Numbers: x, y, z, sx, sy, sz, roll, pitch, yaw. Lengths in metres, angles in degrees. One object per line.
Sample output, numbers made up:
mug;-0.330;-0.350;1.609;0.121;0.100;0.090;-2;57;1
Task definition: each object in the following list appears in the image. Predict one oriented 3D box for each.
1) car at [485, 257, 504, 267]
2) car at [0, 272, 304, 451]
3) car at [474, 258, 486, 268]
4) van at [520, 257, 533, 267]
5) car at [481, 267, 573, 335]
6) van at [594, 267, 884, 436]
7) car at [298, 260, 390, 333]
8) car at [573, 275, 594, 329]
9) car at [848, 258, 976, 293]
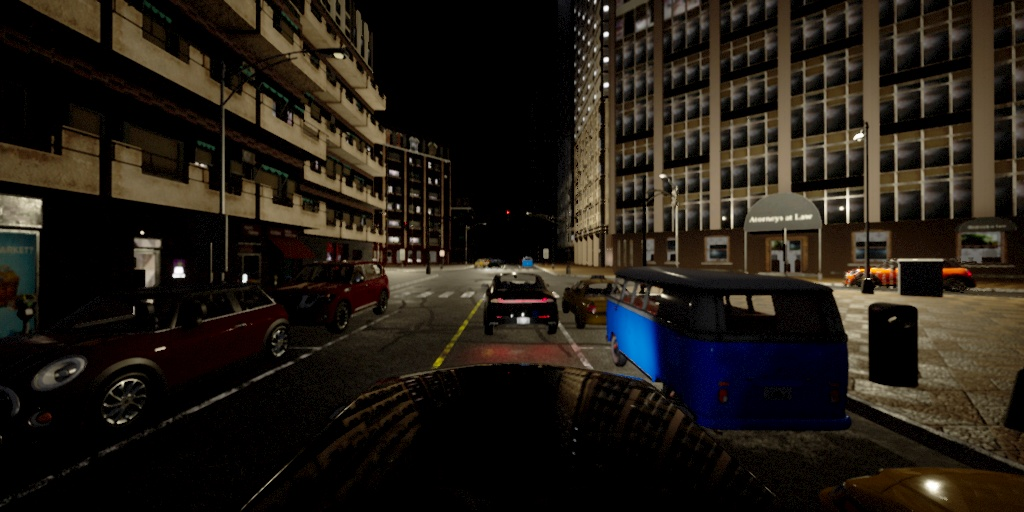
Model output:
car;-2.799;1.330;58.931;1.895;1.301;4.718;0;0;2
car;-5.313;1.185;5.309;1.967;1.591;4.097;0;0;0
car;-5.296;1.255;59.674;1.751;1.417;4.829;0;0;0
van;2.584;1.071;59.841;1.690;1.789;3.998;0;0;0
car;0.136;1.230;10.452;2.128;1.511;4.902;0;0;-3
van;2.567;1.086;5.312;1.690;1.789;3.998;0;0;0
car;-5.312;1.053;10.844;2.192;1.841;5.009;0;0;0
car;2.569;1.263;11.018;1.751;1.417;4.829;0;0;0
car;20.414;0.895;18.757;4.553;1.767;2.097;0;-1;41
